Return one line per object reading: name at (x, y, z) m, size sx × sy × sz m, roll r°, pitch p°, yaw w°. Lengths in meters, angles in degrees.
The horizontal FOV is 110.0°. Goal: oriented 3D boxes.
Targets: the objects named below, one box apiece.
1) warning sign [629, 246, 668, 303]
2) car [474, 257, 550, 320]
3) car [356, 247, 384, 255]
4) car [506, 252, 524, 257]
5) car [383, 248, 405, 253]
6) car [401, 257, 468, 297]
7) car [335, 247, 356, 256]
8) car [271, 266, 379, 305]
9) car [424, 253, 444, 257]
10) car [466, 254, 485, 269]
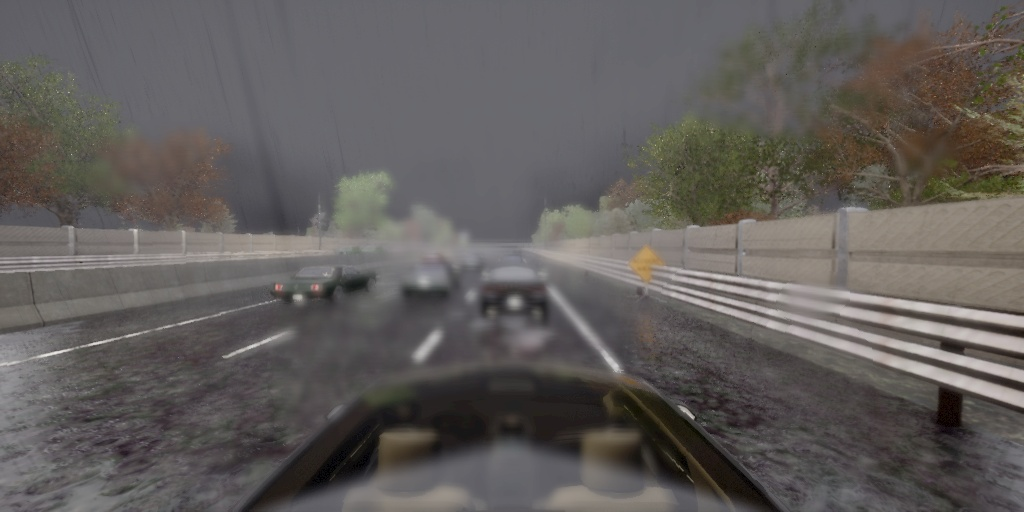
warning sign at (4.610, 0.580, 12.205) m, size 1.300 × 1.860 × 1.060 m, roll 0°, pitch 0°, yaw 0°
car at (0.098, 0.963, 11.461) m, size 1.882 × 1.535 × 5.008 m, roll 0°, pitch 1°, yaw 1°
car at (-20.746, -0.403, 53.879) m, size 2.150 × 2.045 × 5.566 m, roll 0°, pitch 2°, yaw 1°
car at (0.191, 0.631, 26.555) m, size 2.033 × 1.411 × 5.357 m, roll 0°, pitch 2°, yaw 1°
car at (-17.250, -0.150, 54.069) m, size 1.882 × 1.535 × 5.008 m, roll 0°, pitch 1°, yaw 1°
car at (-3.346, 0.934, 15.759) m, size 1.994 × 1.385 × 4.181 m, roll 0°, pitch 2°, yaw 1°
car at (-24.245, -0.399, 53.734) m, size 2.150 × 2.045 × 5.566 m, roll 0°, pitch 2°, yaw 1°
car at (-6.868, 1.021, 13.872) m, size 1.895 × 1.301 × 4.718 m, roll 0°, pitch 2°, yaw 1°
car at (-6.750, 0.485, 31.310) m, size 1.812 × 1.442 × 4.674 m, roll 0°, pitch 1°, yaw 1°
car at (-3.256, 0.539, 30.707) m, size 1.994 × 1.385 × 4.181 m, roll 0°, pitch 1°, yaw 1°
